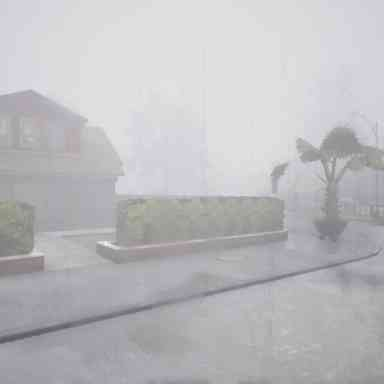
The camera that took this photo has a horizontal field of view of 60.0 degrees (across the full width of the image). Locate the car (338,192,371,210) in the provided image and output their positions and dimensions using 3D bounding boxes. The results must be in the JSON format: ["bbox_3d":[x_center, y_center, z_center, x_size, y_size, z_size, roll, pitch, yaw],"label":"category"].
[{"bbox_3d":[17.391,0.985,36.217,3.866,1.878,1.905,0,0,0],"label":"car"}]
